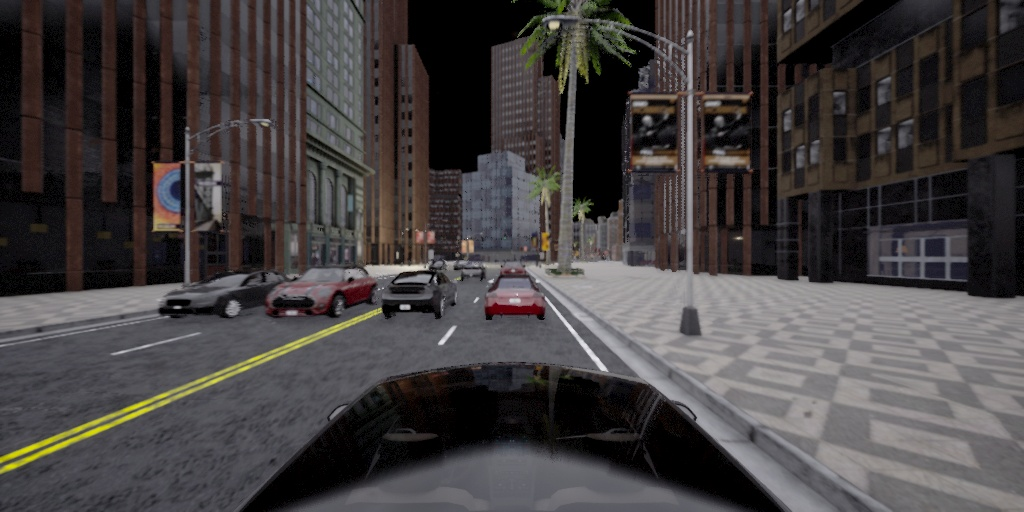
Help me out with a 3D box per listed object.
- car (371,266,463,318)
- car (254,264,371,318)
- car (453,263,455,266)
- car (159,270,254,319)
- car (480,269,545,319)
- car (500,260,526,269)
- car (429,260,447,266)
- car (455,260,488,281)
[{"bbox_3d":[-3.156,1.272,13.010,1.837,1.490,4.892,0,0,0],"label":"car"},{"bbox_3d":[-6.606,1.119,13.002,2.097,1.767,4.553,0,0,0],"label":"car"},{"bbox_3d":[-6.620,1.320,47.712,1.882,1.535,5.008,0,0,0],"label":"car"},{"bbox_3d":[-9.856,1.271,12.984,1.837,1.490,4.892,0,0,0],"label":"car"},{"bbox_3d":[0.092,1.331,12.921,1.994,1.385,4.181,0,0,0],"label":"car"},{"bbox_3d":[0.083,1.153,30.071,2.097,1.767,4.553,0,0,0],"label":"car"},{"bbox_3d":[-9.869,1.348,47.939,1.837,1.490,4.892,0,0,0],"label":"car"},{"bbox_3d":[-3.167,1.293,30.315,2.128,1.511,4.902,0,0,0],"label":"car"}]
